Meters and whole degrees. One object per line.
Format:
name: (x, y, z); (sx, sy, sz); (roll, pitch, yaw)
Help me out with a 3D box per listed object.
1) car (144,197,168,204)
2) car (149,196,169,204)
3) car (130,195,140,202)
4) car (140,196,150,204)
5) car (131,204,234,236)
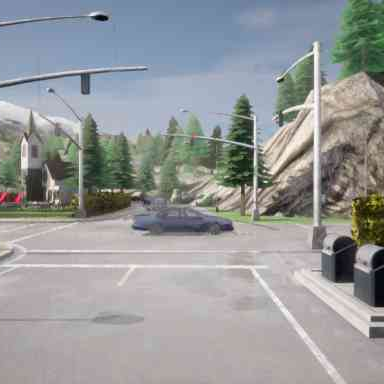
car: (-3.762, 1.564, 36.484); (1.994, 1.385, 4.181); (0, 0, -2)
car: (-6.488, 1.547, 64.656); (2.033, 1.411, 5.357); (0, 0, -27)
car: (-12.355, 1.433, 73.210); (5.008, 1.535, 1.882); (0, 0, 42)
car: (-7.012, 1.503, 56.090); (1.837, 1.490, 4.892); (0, 0, -19)
car: (-0.501, 1.547, 17.803); (5.357, 1.411, 2.033); (0, 0, -1)
